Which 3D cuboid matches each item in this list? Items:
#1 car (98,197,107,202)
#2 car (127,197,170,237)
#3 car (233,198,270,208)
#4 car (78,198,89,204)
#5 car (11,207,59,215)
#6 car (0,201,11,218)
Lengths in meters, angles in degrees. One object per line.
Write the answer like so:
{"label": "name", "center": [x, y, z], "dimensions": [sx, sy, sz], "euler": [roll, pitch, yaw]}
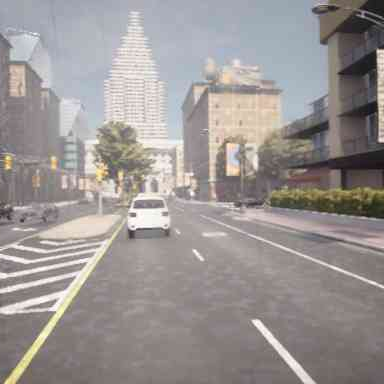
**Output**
{"label": "car", "center": [-24.592, 2.037, 91.638], "dimensions": [1.837, 1.490, 4.892], "euler": [-1, 0, -8]}
{"label": "car", "center": [-2.462, 1.283, 18.910], "dimensions": [2.150, 2.045, 5.566], "euler": [-1, 0, -8]}
{"label": "car", "center": [8.082, 1.489, 44.761], "dimensions": [4.718, 1.301, 1.895], "euler": [-1, 0, -14]}
{"label": "car", "center": [-26.291, 2.154, 80.593], "dimensions": [1.895, 1.301, 4.718], "euler": [-1, 0, -8]}
{"label": "car", "center": [-11.596, 1.432, 25.530], "dimensions": [2.033, 1.411, 5.357], "euler": [-1, 0, -8]}
{"label": "car", "center": [-15.061, 1.456, 25.034], "dimensions": [1.837, 1.490, 4.892], "euler": [-1, 0, -8]}
